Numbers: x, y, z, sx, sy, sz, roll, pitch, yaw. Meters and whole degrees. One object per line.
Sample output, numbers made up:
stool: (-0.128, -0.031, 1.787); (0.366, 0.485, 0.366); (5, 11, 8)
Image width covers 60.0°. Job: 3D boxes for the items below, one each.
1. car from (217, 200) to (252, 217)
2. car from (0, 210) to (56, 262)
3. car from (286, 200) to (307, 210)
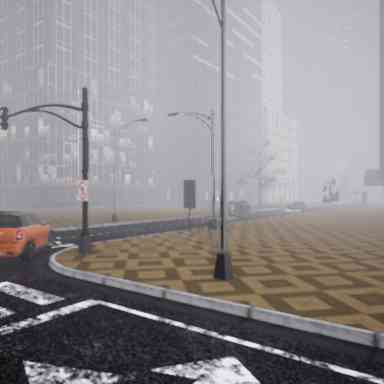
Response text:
car: (4.561, 1.648, 35.574); (2.097, 1.767, 4.553); (0, 0, 37)
car: (-6.781, 1.515, 12.741); (2.097, 1.767, 4.553); (0, -1, -11)
car: (15.903, 1.962, 50.602); (1.994, 1.385, 4.181); (0, 0, 37)
